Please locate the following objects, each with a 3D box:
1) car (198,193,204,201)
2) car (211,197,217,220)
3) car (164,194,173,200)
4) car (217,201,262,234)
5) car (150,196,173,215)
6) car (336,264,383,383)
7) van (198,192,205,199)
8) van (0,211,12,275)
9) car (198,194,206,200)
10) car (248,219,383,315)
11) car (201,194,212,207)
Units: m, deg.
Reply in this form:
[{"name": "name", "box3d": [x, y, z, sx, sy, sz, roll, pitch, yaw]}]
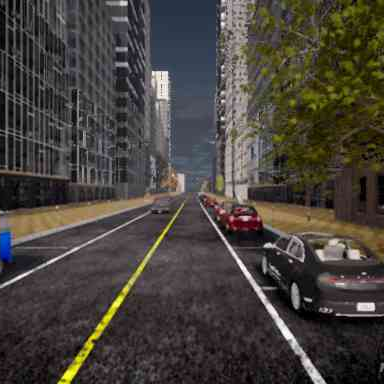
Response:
[{"name": "car", "box3d": [2.695, 1.364, 64.253, 1.947, 1.339, 4.313, 0, 0, 0]}, {"name": "car", "box3d": [2.693, 1.376, 24.406, 1.967, 1.590, 4.097, 0, 0, 0]}, {"name": "car", "box3d": [-5.684, 1.294, 81.338, 1.947, 1.339, 4.313, 0, 0, 0]}, {"name": "car", "box3d": [2.693, 1.392, 18.714, 1.967, 1.590, 4.097, 0, 0, 0]}, {"name": "car", "box3d": [-2.998, 1.456, 33.607, 2.033, 1.411, 5.357, 0, 0, 0]}, {"name": "car", "box3d": [2.692, 1.547, 1.636, 2.008, 1.369, 4.403, 0, 0, 0]}, {"name": "van", "box3d": [2.698, 1.018, 92.714, 1.690, 1.788, 3.998, 0, 0, 0]}, {"name": "van", "box3d": [-5.689, 1.325, 7.333, 1.690, 1.788, 3.998, 0, 0, 0]}, {"name": "car", "box3d": [2.697, 1.268, 87.021, 1.947, 1.339, 4.313, 0, 0, 0]}, {"name": "car", "box3d": [2.692, 1.534, 7.329, 2.008, 1.369, 4.403, 0, 0, 0]}, {"name": "car", "box3d": [2.695, 1.408, 47.176, 1.887, 1.381, 4.507, 0, 0, 0]}]
